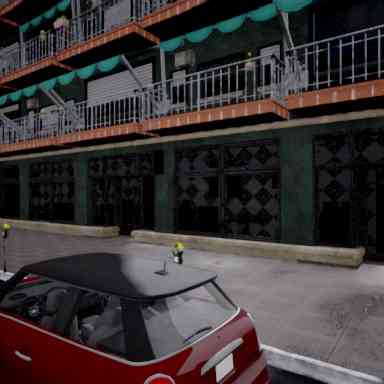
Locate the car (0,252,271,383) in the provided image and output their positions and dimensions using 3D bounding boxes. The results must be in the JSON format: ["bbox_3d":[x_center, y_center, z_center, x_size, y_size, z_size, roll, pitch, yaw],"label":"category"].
[{"bbox_3d":[-1.315,1.440,3.812,4.097,1.590,1.967,0,0,35],"label":"car"}]
